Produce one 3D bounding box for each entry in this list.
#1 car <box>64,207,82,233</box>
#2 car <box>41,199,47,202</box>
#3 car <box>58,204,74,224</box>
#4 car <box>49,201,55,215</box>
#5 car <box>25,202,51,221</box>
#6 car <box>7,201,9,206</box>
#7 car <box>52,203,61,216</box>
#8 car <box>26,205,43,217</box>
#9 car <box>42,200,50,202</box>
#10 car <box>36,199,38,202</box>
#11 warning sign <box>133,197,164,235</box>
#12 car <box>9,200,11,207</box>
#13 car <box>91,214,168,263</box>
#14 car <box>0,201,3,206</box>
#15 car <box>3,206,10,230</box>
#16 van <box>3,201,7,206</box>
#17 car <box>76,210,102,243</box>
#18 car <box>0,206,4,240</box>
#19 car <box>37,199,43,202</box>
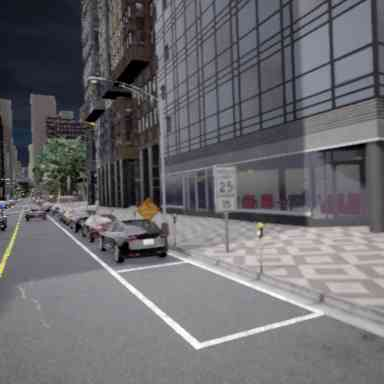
[{"bbox_3d":[-7.157,1.874,22.379,1.947,1.339,4.313,-2,0,-26],"label":"car"},{"bbox_3d":[-26.645,2.605,61.894,1.752,1.417,4.829,-2,0,-26],"label":"car"},{"bbox_3d":[-9.660,1.934,27.452,1.752,1.417,4.829,-2,0,-26],"label":"car"},{"bbox_3d":[-16.863,2.249,42.061,2.008,1.369,4.403,-2,0,-26],"label":"car"},{"bbox_3d":[-16.409,2.163,35.007,2.128,1.511,4.902,-2,0,-26],"label":"car"},{"bbox_3d":[-39.072,2.981,67.821,1.967,1.590,4.097,-2,0,-26],"label":"car"},{"bbox_3d":[-12.010,2.055,32.220,2.008,1.369,4.403,-2,0,-26],"label":"car"},{"bbox_3d":[-21.060,2.455,44.351,1.895,1.301,4.718,-2,0,-26],"label":"car"},{"bbox_3d":[-24.142,2.548,56.822,1.947,1.339,4.313,-2,0,-26],"label":"car"},{"bbox_3d":[-36.283,2.770,81.422,2.192,1.841,5.009,-2,0,-26],"label":"car"},{"bbox_3d":[-2.322,1.236,17.754,1.300,1.860,1.060,-2,0,-26],"label":"warning sign"},{"bbox_3d":[-41.503,2.950,72.742,2.192,1.841,5.009,-2,0,-26],"label":"car"},{"bbox_3d":[-2.304,1.677,12.539,1.947,1.339,4.313,-2,0,-26],"label":"car"},{"bbox_3d":[-31.791,2.697,53.059,1.967,1.590,4.097,-2,0,-26],"label":"car"},{"bbox_3d":[-15.008,2.106,25.072,1.837,1.490,4.892,-2,0,-26],"label":"car"},{"bbox_3d":[-36.649,2.787,62.901,1.690,1.788,3.998,-2,0,-26],"label":"van"},{"bbox_3d":[-4.730,1.791,17.459,1.802,1.307,4.206,-2,0,-26],"label":"car"},{"bbox_3d":[-10.491,1.770,15.878,2.097,1.767,4.553,-2,0,-26],"label":"car"},{"bbox_3d":[-31.430,2.581,71.582,2.192,1.841,5.009,-2,0,-26],"label":"car"}]
